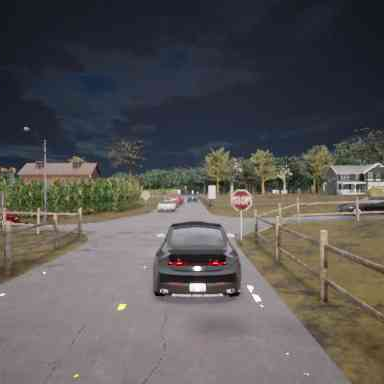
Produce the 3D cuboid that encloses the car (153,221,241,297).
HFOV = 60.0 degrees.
[{"bbox_3d":[0.104,1.509,8.588,1.837,1.490,4.892,0,0,0],"label":"car"}]

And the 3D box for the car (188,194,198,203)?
[{"bbox_3d":[0.134,1.299,70.080,2.097,1.767,4.553,0,0,0],"label":"car"}]

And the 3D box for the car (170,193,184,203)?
[{"bbox_3d":[-2.797,1.180,57.362,2.150,2.045,5.566,0,0,0],"label":"car"}]

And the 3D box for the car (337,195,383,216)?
[{"bbox_3d":[13.678,1.058,25.514,4.892,1.490,1.837,-2,-2,0],"label":"car"}]

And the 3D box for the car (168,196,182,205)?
[{"bbox_3d":[-2.816,1.570,47.582,1.895,1.301,4.718,0,0,0],"label":"car"}]

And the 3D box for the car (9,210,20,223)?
[{"bbox_3d":[-15.929,1.914,25.504,5.008,1.535,1.882,-1,-2,0],"label":"car"}]

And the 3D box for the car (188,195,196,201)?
[{"bbox_3d":[0.053,1.490,80.735,1.994,1.385,4.181,0,0,0],"label":"car"}]

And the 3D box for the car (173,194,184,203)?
[{"bbox_3d":[-2.727,1.302,67.303,2.097,1.767,4.553,0,0,0],"label":"car"}]

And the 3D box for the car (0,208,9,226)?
[{"bbox_3d":[-15.519,1.919,22.591,4.718,1.301,1.895,-1,-2,-1],"label":"car"}]

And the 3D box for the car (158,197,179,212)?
[{"bbox_3d":[-2.832,1.581,37.992,1.895,1.301,4.718,0,0,0],"label":"car"}]
